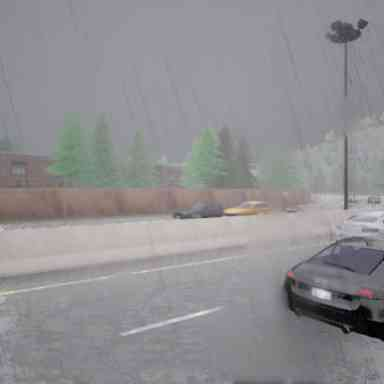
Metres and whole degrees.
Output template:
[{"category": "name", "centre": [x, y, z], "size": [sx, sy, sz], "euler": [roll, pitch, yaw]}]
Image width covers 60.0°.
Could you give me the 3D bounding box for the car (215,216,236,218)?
[{"category": "car", "centre": [4.402, 1.443, 24.494], "size": [5.008, 1.535, 1.882], "euler": [0, 0, -38]}]

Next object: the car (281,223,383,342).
[{"category": "car", "centre": [3.648, 1.551, 6.350], "size": [4.181, 1.385, 1.994], "euler": [0, 0, -35]}]

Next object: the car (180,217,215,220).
[{"category": "car", "centre": [1.078, 1.516, 26.253], "size": [5.357, 1.411, 2.033], "euler": [0, 0, -36]}]

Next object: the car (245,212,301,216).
[{"category": "car", "centre": [5.638, 1.568, 20.991], "size": [4.718, 1.301, 1.895], "euler": [0, 0, -37]}]

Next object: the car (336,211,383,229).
[{"category": "car", "centre": [7.661, 1.498, 13.580], "size": [4.674, 1.442, 1.812], "euler": [0, 0, -36]}]
